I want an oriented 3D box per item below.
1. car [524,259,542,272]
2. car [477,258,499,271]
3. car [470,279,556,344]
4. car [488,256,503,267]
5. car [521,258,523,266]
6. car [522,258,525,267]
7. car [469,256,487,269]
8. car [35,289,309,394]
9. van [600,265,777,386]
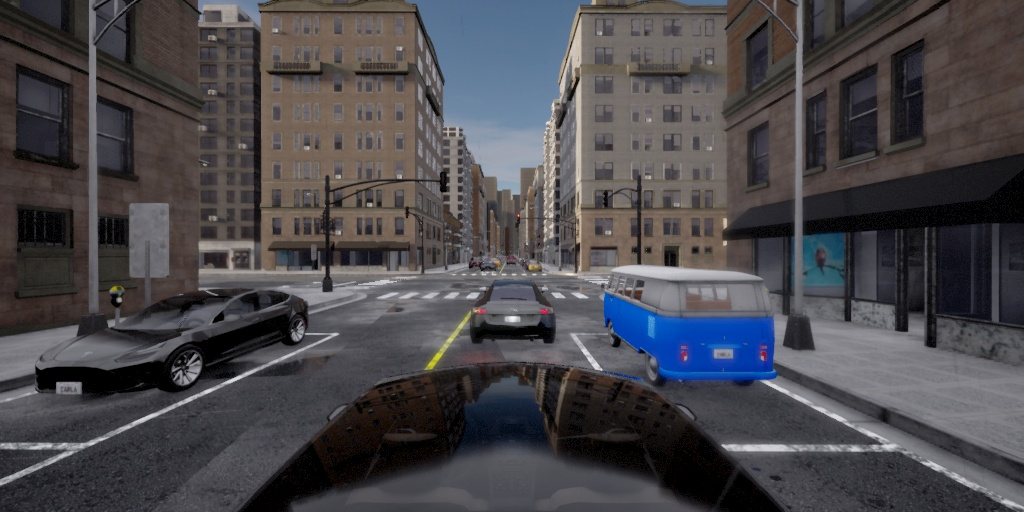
[{"bbox_3d":[2.920,1.265,46.072,1.751,1.417,4.829,0,0,0],"label":"car"},{"bbox_3d":[-3.041,1.303,47.024,1.994,1.385,4.181,0,0,0],"label":"car"},{"bbox_3d":[0.044,1.313,9.636,1.994,1.385,4.181,0,0,1],"label":"car"},{"bbox_3d":[-3.134,1.205,63.396,1.882,1.535,5.008,0,0,0],"label":"car"},{"bbox_3d":[2.838,1.283,56.954,2.007,1.370,4.403,0,0,0],"label":"car"},{"bbox_3d":[2.880,1.176,51.428,1.967,1.591,4.097,0,0,0],"label":"car"},{"bbox_3d":[-5.687,1.048,56.891,2.192,1.841,5.009,0,0,0],"label":"car"},{"bbox_3d":[-5.642,1.315,6.756,1.948,1.339,4.313,0,0,0],"label":"car"},{"bbox_3d":[2.883,1.090,6.712,1.690,1.789,3.998,0,0,0],"label":"van"}]
